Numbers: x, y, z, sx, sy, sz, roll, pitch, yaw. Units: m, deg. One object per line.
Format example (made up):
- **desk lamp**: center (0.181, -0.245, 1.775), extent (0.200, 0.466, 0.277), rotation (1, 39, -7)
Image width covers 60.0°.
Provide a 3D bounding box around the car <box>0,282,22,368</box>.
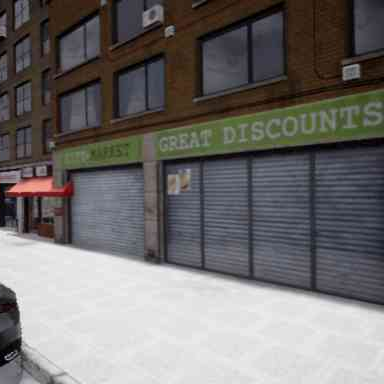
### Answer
- **car**: center (-4.176, 1.538, 4.862), extent (4.892, 1.490, 1.837), rotation (-1, 1, 42)
